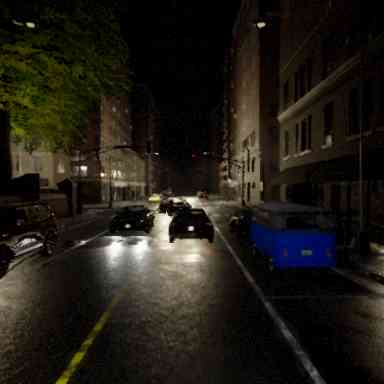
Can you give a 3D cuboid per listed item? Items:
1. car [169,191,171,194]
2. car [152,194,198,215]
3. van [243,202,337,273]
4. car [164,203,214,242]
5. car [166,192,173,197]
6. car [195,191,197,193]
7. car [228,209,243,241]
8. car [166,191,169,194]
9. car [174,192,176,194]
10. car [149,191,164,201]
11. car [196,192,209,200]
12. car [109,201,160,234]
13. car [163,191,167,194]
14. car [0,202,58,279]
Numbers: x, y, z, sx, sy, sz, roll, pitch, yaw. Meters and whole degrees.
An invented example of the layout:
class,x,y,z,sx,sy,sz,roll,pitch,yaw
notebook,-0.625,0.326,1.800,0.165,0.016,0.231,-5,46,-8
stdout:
class,x,y,z,sx,sy,sz,roll,pitch,yaw
car,-6.041,0.932,69.939,1.887,1.381,4.507,0,1,0
car,-1.561,1.242,28.142,2.128,1.511,4.902,0,1,-20
van,2.799,1.236,9.984,1.690,1.788,3.998,0,1,0
car,-0.021,1.425,15.476,1.994,1.385,4.181,0,1,1
car,-6.156,0.731,91.571,1.752,1.417,4.829,0,0,0
car,2.426,0.796,80.916,2.008,1.369,4.403,0,0,0
car,2.770,1.409,15.646,1.947,1.339,4.313,0,1,0
car,-6.013,0.980,64.488,1.887,1.381,4.507,0,1,0
car,-6.130,0.564,86.288,2.192,1.841,5.009,0,0,0
car,-5.954,1.060,53.417,1.752,1.417,4.829,0,1,0
car,2.482,0.779,70.018,1.967,1.590,4.097,0,0,0
car,-3.096,1.420,17.909,1.994,1.385,4.181,0,0,0
car,-5.984,1.035,59.037,2.008,1.369,4.403,0,1,0
car,-5.726,1.258,9.899,2.192,1.841,5.009,0,1,0
